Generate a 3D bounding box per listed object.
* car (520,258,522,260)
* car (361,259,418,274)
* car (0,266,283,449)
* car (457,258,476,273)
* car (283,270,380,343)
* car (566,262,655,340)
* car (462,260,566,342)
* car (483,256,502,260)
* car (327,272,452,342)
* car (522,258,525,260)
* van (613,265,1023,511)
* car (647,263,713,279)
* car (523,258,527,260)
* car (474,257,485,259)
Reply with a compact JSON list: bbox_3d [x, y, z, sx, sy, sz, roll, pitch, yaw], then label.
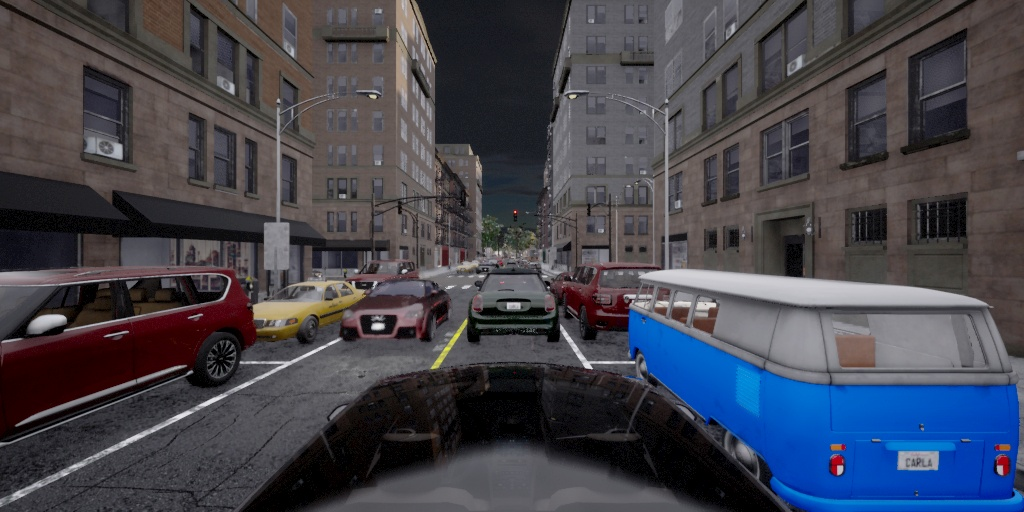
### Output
[{"bbox_3d":[2.558,1.300,53.506,2.007,1.370,4.403,0,0,0],"label":"car"},{"bbox_3d":[-5.421,1.064,15.523,2.192,1.841,5.009,0,0,0],"label":"car"},{"bbox_3d":[-5.402,1.065,4.166,2.192,1.841,5.009,0,0,0],"label":"car"},{"bbox_3d":[-5.478,1.274,42.360,1.751,1.417,4.829,0,0,0],"label":"car"},{"bbox_3d":[-5.411,1.275,9.674,1.751,1.417,4.829,0,0,0],"label":"car"},{"bbox_3d":[2.626,1.065,9.855,2.192,1.841,5.009,0,0,0],"label":"car"},{"bbox_3d":[0.021,1.102,9.892,2.097,1.767,4.553,0,0,0],"label":"car"},{"bbox_3d":[-2.923,1.228,54.373,1.882,1.535,5.008,0,0,0],"label":"car"},{"bbox_3d":[-2.862,1.314,9.655,1.994,1.385,4.181,0,0,0],"label":"car"},{"bbox_3d":[2.566,1.295,48.024,1.888,1.381,4.507,0,0,0],"label":"car"},{"bbox_3d":[2.635,1.091,4.177,1.690,1.789,3.998,0,0,0],"label":"van"},{"bbox_3d":[14.316,1.278,30.711,4.718,1.301,1.895,0,0,-3],"label":"car"},{"bbox_3d":[2.575,1.300,42.543,2.007,1.370,4.403,0,0,0],"label":"car"},{"bbox_3d":[-5.492,1.275,53.323,1.751,1.417,4.829,0,0,0],"label":"car"}]
